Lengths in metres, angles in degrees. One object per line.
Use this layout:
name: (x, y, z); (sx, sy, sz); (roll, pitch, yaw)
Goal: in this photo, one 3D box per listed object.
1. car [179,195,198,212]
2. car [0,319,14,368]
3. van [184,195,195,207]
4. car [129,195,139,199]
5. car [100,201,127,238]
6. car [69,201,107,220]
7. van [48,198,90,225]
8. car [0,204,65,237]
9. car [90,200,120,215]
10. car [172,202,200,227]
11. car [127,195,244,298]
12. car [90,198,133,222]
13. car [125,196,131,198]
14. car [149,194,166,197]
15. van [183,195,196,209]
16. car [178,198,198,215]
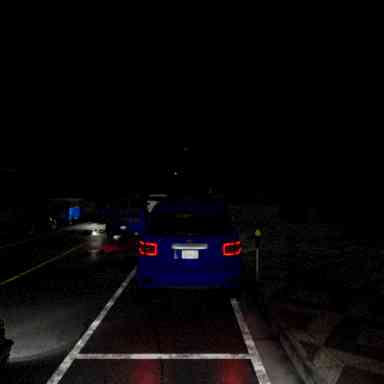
car: (-0.366, 1.324, 39.885); (2.192, 1.841, 5.009); (0, 0, 0)
car: (-3.049, 1.547, 1.472); (2.033, 1.411, 5.357); (0, 0, 0)
van: (-0.361, 1.355, 50.760); (1.690, 1.788, 3.998); (0, 0, 0)
car: (-8.889, 1.452, 45.326); (1.967, 1.590, 4.097); (0, 0, 0)
car: (-3.138, 1.479, 17.634); (1.882, 1.535, 5.008); (0, 0, 0)
car: (-8.896, 1.529, 28.844); (1.752, 1.417, 4.829); (0, 0, 0)
van: (-8.898, 1.344, 23.576); (1.690, 1.788, 3.998); (0, 0, 0)
car: (-8.900, 1.567, 18.138); (1.947, 1.339, 4.313); (0, 0, 0)
car: (-8.893, 1.572, 34.451); (1.947, 1.339, 4.313); (0, 0, 0)
car: (-0.373, 1.528, 23.742); (1.752, 1.417, 4.829); (0, 0, 0)
car: (-0.035, 1.220, 8.679); (2.150, 2.045, 5.566); (0, 0, 0)
car: (-6.232, 1.481, 26.232); (1.882, 1.535, 5.008); (0, 0, 0)
car: (-8.891, 1.534, 39.719); (1.752, 1.417, 4.829); (0, 0, 0)
car: (-3.038, 1.226, 31.641); (2.150, 2.045, 5.566); (0, 0, 0)
van: (-0.364, 1.353, 45.322); (1.690, 1.788, 3.998); (0, 0, 0)
car: (-0.368, 1.446, 34.447); (1.967, 1.590, 4.097); (0, 0, 0)
